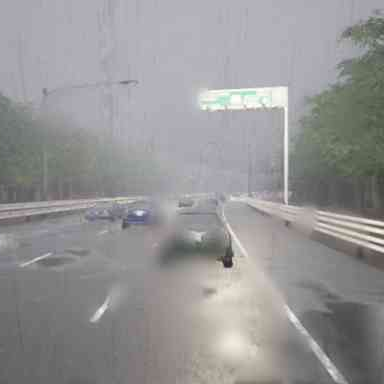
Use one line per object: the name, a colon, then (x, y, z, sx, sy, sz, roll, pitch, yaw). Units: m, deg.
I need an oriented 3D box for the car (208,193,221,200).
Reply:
car: (3.004, 1.357, 49.732, 1.882, 1.535, 5.008, 0, 0, 7)

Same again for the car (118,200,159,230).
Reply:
car: (-2.846, 1.297, 20.933, 2.097, 1.767, 4.553, 0, 0, 3)

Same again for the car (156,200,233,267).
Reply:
car: (0.192, 1.326, 11.491, 2.097, 1.767, 4.553, 0, 0, 2)

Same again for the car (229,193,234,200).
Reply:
car: (9.249, 1.348, 88.467, 1.895, 1.301, 4.718, 0, 0, 12)

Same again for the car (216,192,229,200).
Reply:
car: (6.010, 1.039, 71.128, 2.150, 2.045, 5.566, 0, 0, 10)

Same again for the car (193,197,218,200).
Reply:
car: (1.301, 1.489, 32.230, 1.994, 1.385, 4.181, 0, 0, 4)

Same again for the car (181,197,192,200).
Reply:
car: (-0.716, 1.441, 47.420, 1.994, 1.385, 4.181, 0, 0, 7)

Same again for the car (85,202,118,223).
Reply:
car: (-6.254, 1.471, 25.005, 2.033, 1.411, 5.357, 0, 0, 4)
